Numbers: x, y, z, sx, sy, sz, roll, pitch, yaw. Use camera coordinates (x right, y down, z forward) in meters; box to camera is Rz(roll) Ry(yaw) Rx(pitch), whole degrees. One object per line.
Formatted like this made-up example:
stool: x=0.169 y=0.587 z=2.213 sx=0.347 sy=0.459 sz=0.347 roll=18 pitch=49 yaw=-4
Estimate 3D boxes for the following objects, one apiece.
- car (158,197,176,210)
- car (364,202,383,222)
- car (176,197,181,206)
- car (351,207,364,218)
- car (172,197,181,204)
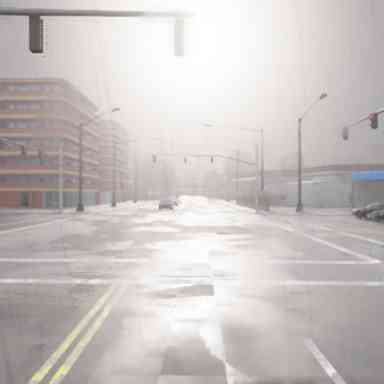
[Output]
car: x=-3.574 y=1.696 z=45.940 sx=1.882 sy=1.535 sz=5.008 roll=0 pitch=0 yaw=0
car: x=16.375 y=1.648 z=25.766 sx=4.674 sy=1.442 sz=1.812 roll=0 pitch=0 yaw=1
car: x=-3.537 y=1.776 z=59.825 sx=2.128 sy=1.511 sz=4.902 roll=0 pitch=0 yaw=1
car: x=16.611 y=1.643 z=29.264 sx=4.892 sy=1.490 sz=1.837 roll=0 pitch=0 yaw=0
car: x=-3.491 y=1.880 z=74.841 sx=1.812 sy=1.442 sz=4.674 roll=0 pitch=0 yaw=0
